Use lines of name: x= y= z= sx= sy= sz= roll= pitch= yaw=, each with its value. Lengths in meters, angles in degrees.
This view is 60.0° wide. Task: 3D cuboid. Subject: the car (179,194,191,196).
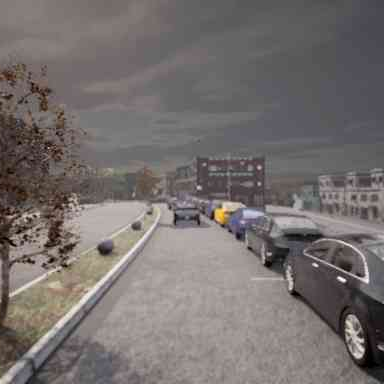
car: x=-0.303 y=1.365 z=49.958 sx=2.185 sy=1.767 sz=4.553 roll=0 pitch=0 yaw=-9

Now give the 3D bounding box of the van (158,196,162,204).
van: x=-6.112 y=1.733 z=77.205 sx=1.878 sy=1.987 sz=4.442 roll=0 pitch=-1 yaw=-14

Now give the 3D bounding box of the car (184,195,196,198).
car: x=0.537 y=1.465 z=44.384 sx=2.231 sy=1.521 sz=4.892 roll=0 pitch=0 yaw=-7

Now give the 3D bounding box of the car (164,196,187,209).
car: x=-2.128 y=1.580 z=41.897 sx=1.895 sy=1.301 sz=4.718 roll=0 pitch=0 yaw=-7

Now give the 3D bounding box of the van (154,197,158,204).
van: x=-7.595 y=1.893 z=82.539 sx=1.878 sy=1.987 sz=4.442 roll=0 pitch=-2 yaw=-15

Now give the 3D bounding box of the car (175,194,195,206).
car: x=-1.240 y=1.288 z=55.490 sx=2.435 sy=2.045 sz=5.566 roll=0 pitch=0 yaw=-10

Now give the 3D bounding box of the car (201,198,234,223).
car: x=2.300 y=1.320 z=27.811 sx=2.185 sy=1.767 sz=4.553 roll=0 pitch=0 yaw=-4

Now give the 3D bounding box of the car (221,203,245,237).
car: x=2.878 y=1.474 z=16.754 sx=2.002 sy=1.452 sz=4.674 roll=0 pitch=0 yaw=-1

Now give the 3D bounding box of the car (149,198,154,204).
car: x=-9.150 y=2.320 z=87.763 sx=2.163 sy=1.488 sz=4.792 roll=0 pitch=-2 yaw=-16

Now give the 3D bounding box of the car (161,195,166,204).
car: x=-4.730 y=1.858 z=71.700 sx=2.002 sy=1.452 sz=4.674 roll=0 pitch=-1 yaw=-14

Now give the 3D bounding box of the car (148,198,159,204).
car: x=-10.833 y=2.461 z=92.989 sx=2.097 sy=1.535 sz=5.008 roll=0 pitch=-2 yaw=-18

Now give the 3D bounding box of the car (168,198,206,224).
car: x=-0.447 y=1.453 z=24.067 sx=2.128 sy=1.511 sz=4.902 roll=0 pitch=0 yaw=-3

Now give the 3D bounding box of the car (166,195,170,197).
car: x=-3.461 y=1.743 z=66.305 sx=2.002 sy=1.452 sz=4.674 roll=0 pitch=-1 yaw=-12

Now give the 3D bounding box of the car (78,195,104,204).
car: x=-22.068 y=1.702 z=73.016 sx=5.566 sy=2.045 sz=2.435 roll=0 pitch=-1 yaw=-15

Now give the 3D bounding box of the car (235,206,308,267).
car: x=2.990 y=1.434 z=11.207 sx=2.231 sy=1.521 sz=4.892 roll=0 pitch=0 yaw=0

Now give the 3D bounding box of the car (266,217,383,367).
car: x=2.997 y=1.451 z=5.687 sx=2.231 sy=1.521 sz=4.892 roll=0 pitch=0 yaw=0
